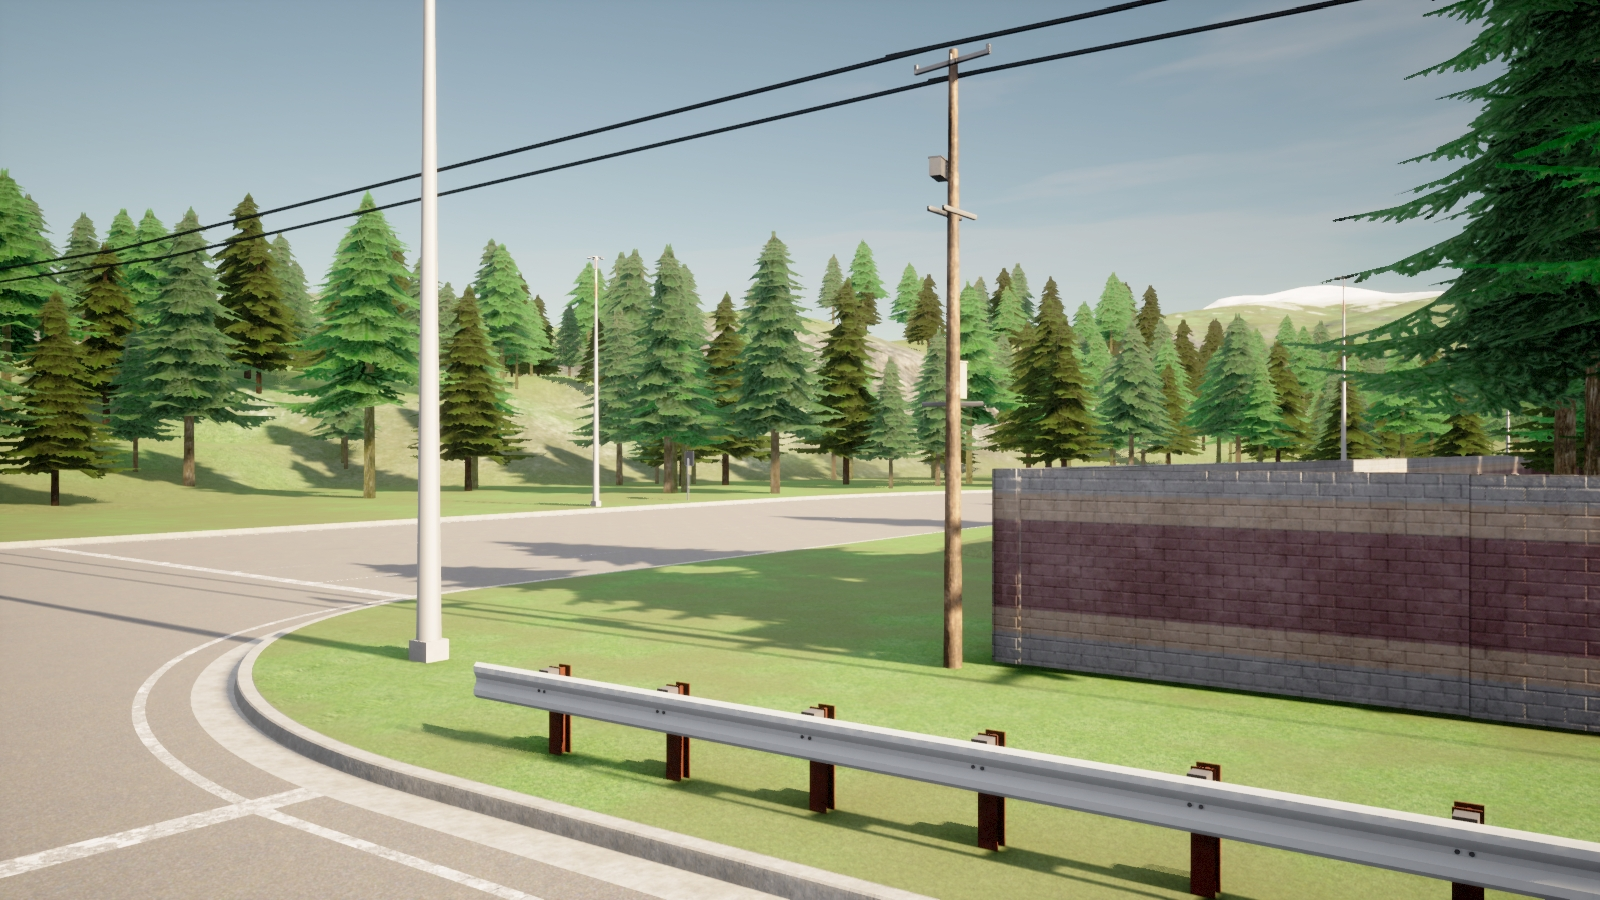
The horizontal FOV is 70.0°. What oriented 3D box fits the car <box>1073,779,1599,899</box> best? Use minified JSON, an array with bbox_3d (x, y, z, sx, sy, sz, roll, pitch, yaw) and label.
[{"bbox_3d":[3.010,1.982,1.681,5.238,1.638,2.097,0,0,35],"label":"car"}]
